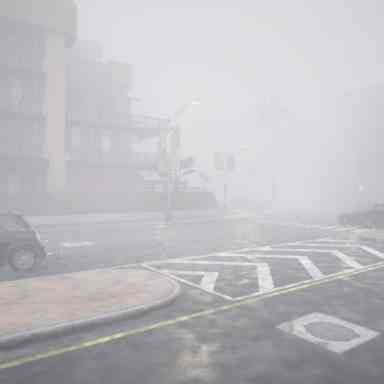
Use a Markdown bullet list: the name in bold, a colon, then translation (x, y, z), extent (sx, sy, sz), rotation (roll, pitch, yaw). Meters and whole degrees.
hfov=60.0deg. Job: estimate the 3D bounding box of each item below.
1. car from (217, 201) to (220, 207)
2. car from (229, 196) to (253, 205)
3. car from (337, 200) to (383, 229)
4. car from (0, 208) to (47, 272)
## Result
- **car**: translation (2.118, 1.491, 48.623), extent (2.128, 1.511, 4.902), rotation (0, 0, -35)
- **car**: translation (8.534, 1.491, 58.108), extent (2.128, 1.511, 4.902), rotation (0, 0, -35)
- **car**: translation (11.715, 1.477, 21.874), extent (5.008, 1.535, 1.882), rotation (0, -1, -28)
- **car**: translation (-6.566, 1.352, 9.134), extent (4.553, 1.767, 2.097), rotation (0, 0, -35)
